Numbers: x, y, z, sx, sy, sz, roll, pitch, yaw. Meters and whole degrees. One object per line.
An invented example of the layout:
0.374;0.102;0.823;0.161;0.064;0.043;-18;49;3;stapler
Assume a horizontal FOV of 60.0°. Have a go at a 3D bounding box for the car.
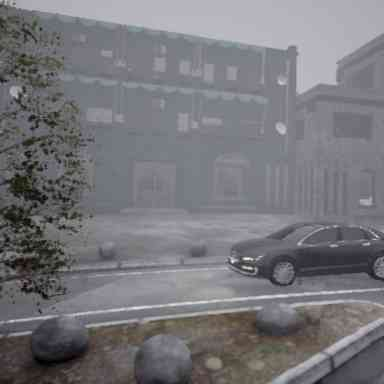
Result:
3.424;1.581;9.245;4.892;1.490;1.837;1;-1;-14;car
